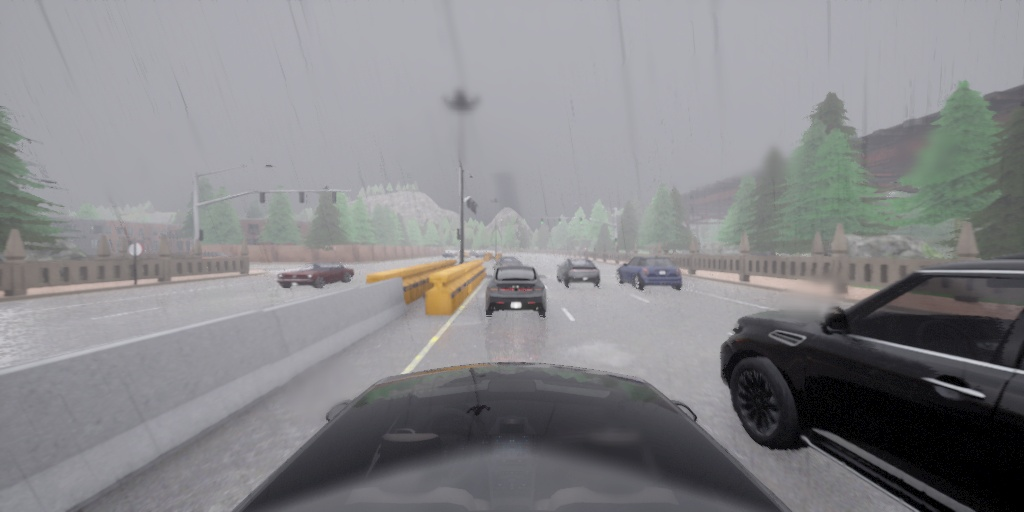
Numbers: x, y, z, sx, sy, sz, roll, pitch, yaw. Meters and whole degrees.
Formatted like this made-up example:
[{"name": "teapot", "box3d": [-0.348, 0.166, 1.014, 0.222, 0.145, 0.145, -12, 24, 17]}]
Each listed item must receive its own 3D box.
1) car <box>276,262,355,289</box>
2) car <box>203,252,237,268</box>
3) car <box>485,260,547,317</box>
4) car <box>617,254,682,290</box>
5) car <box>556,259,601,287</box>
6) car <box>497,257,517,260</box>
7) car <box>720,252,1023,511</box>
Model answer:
[{"name": "car", "box3d": [-10.505, 1.005, 19.560, 1.895, 1.301, 4.718, 0, 1, 1]}, {"name": "car", "box3d": [-31.226, 0.363, 38.232, 4.553, 1.767, 2.097, 0, 1, 0]}, {"name": "car", "box3d": [0.122, 1.061, 12.302, 1.837, 1.490, 4.892, 0, 1, 0]}, {"name": "car", "box3d": [7.152, 0.765, 19.162, 2.097, 1.767, 4.553, 0, 1, 0]}, {"name": "car", "box3d": [3.658, 0.881, 20.286, 2.128, 1.511, 4.902, 0, 1, 0]}, {"name": "car", "box3d": [-0.398, 0.747, 29.328, 2.033, 1.411, 5.357, 0, 1, -10]}, {"name": "car", "box3d": [3.600, 0.968, 1.985, 2.150, 2.045, 5.566, 0, 1, 0]}]
